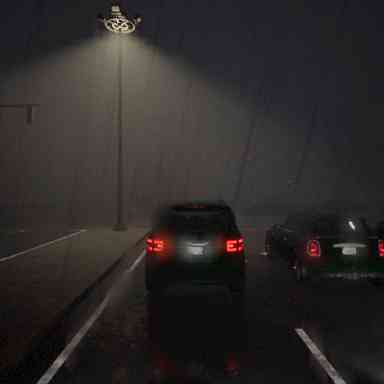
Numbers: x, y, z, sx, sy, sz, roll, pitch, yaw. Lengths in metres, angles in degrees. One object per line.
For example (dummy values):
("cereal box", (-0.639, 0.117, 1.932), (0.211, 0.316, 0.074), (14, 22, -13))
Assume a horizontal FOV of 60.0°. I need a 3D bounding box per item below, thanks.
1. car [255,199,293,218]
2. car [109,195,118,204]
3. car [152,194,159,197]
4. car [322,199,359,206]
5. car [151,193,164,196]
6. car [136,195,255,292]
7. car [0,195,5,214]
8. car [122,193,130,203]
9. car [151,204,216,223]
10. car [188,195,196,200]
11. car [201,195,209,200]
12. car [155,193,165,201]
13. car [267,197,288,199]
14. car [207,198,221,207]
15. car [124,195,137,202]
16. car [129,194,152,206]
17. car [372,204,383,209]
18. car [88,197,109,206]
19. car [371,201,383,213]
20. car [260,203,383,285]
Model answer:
("car", (7.047, 1.548, 29.087), (5.357, 1.411, 2.033), (0, 0, -1))
("car", (-15.140, 1.601, 61.991), (1.895, 1.301, 4.718), (0, 0, 0))
("car", (-8.141, 1.547, 62.932), (2.033, 1.411, 5.357), (0, 0, 1))
("car", (13.842, 1.478, 32.860), (5.008, 1.535, 1.882), (0, 0, 4))
("car", (-8.101, 1.225, 73.453), (2.150, 2.045, 5.566), (0, 0, 0))
("car", (0.067, 1.221, 9.075), (2.150, 2.045, 5.566), (0, 0, 0))
("car", (-18.678, 1.221, 27.697), (5.566, 2.045, 2.150), (0, 0, -1))
("car", (-15.099, 1.225, 71.887), (2.150, 2.045, 5.566), (0, 0, 0))
("car", (-0.646, 1.601, 25.002), (4.718, 1.301, 1.895), (0, 0, -4))
("car", (0.013, 1.595, 90.947), (1.895, 1.301, 4.718), (0, 0, 1))
("car", (3.568, 1.540, 93.267), (2.033, 1.411, 5.357), (0, 0, 1))
("car", (-8.085, 1.210, 84.225), (2.150, 2.045, 5.566), (0, 0, 0))
("car", (9.095, 1.352, 37.625), (4.553, 1.767, 2.097), (0, -1, 26))
("car", (3.471, 1.601, 53.295), (1.895, 1.301, 4.718), (0, 0, 1))
("car", (-15.104, 1.525, 81.988), (2.128, 1.511, 4.902), (0, 0, 0))
("car", (-8.166, 1.491, 53.185), (2.128, 1.511, 4.902), (0, 0, 0))
("car", (7.066, 1.221, 8.772), (2.150, 2.045, 5.566), (0, 0, 0))
("car", (-15.162, 1.564, 53.238), (1.994, 1.385, 4.181), (0, 0, 0))
("car", (22.245, 1.601, 36.042), (4.718, 1.301, 1.895), (0, 0, 1))
("car", (3.566, 1.352, 9.645), (2.097, 1.767, 4.553), (0, 0, 0))
